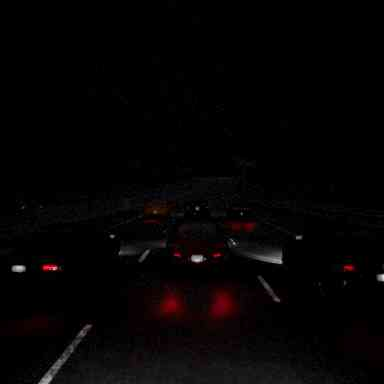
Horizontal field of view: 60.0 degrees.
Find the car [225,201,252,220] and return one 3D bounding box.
[{"bbox_3d":[3.980,1.514,28.574,2.128,1.511,4.902,0,0,1],"label":"car"}]

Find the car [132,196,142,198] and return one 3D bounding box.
[{"bbox_3d":[-11.801,1.503,71.416,1.812,1.442,4.674,0,0,3],"label":"car"}]

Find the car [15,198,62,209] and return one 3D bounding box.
[{"bbox_3d":[-13.669,1.363,30.444,2.097,1.767,4.553,0,0,2],"label":"car"}]

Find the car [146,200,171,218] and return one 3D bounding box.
[{"bbox_3d":[-2.981,1.496,30.183,1.882,1.535,5.008,0,0,1],"label":"car"}]

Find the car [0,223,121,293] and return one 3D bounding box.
[{"bbox_3d":[-3.356,1.551,9.007,2.033,1.411,5.357,0,0,1],"label":"car"}]

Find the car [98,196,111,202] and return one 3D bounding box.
[{"bbox_3d":[-18.786,1.522,71.866,1.994,1.385,4.181,0,0,3],"label":"car"}]

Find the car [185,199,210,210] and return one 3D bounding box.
[{"bbox_3d":[0.473,1.372,28.337,2.097,1.767,4.553,0,0,1],"label":"car"}]

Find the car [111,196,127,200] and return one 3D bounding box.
[{"bbox_3d":[-15.293,1.526,71.641,1.994,1.385,4.181,0,0,3],"label":"car"}]

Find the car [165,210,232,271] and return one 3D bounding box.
[{"bbox_3d":[0.162,1.532,10.818,1.812,1.442,4.674,0,0,1],"label":"car"}]

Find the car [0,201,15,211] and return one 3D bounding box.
[{"bbox_3d":[-17.183,1.556,30.296,2.033,1.411,5.357,0,0,2],"label":"car"}]

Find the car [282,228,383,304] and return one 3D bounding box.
[{"bbox_3d":[3.639,1.571,8.221,1.994,1.385,4.181,0,0,1],"label":"car"}]
